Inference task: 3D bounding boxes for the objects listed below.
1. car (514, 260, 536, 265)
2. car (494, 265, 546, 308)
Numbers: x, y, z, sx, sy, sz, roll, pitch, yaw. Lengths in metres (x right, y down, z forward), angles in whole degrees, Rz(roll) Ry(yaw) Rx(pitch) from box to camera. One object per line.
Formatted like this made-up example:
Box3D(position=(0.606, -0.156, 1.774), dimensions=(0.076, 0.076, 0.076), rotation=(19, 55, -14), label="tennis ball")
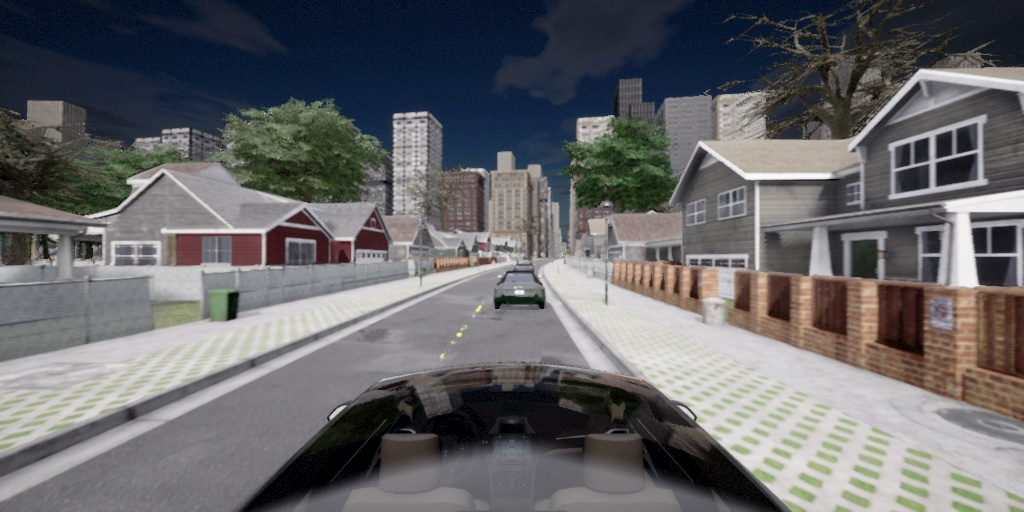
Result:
Box3D(position=(1.162, 1.105, 33.006), dimensions=(2.128, 1.511, 4.902), rotation=(0, 0, 4), label="car")
Box3D(position=(0.324, 1.254, 14.831), dimensions=(1.994, 1.385, 4.181), rotation=(0, 0, 2), label="car")
